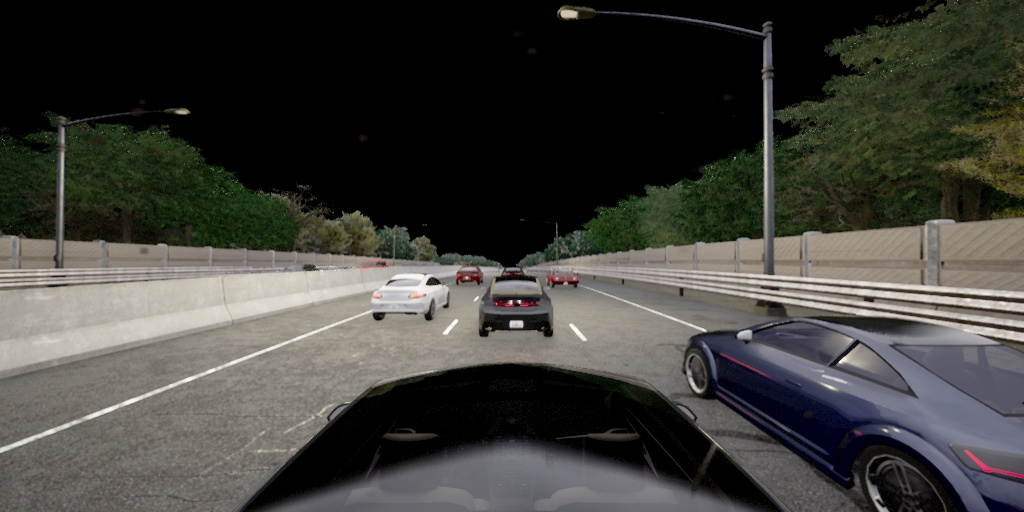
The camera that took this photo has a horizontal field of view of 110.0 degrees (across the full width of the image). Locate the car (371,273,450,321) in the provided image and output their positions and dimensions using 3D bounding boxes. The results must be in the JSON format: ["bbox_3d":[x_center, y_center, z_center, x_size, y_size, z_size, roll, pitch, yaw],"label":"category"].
[{"bbox_3d":[-3.402,1.331,12.632,1.812,1.442,4.674,0,-1,0],"label":"car"}]

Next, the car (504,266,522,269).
[{"bbox_3d":[0.094,1.548,28.394,1.837,1.490,4.892,0,-1,0],"label":"car"}]

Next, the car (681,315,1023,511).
[{"bbox_3d":[3.601,1.317,3.846,1.994,1.385,4.181,0,0,0],"label":"car"}]

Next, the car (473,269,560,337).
[{"bbox_3d":[0.099,1.292,10.396,1.837,1.490,4.892,0,0,0],"label":"car"}]

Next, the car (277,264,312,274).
[{"bbox_3d":[-21.103,1.556,35.520,2.097,1.767,4.553,0,-1,0],"label":"car"}]

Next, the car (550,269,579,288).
[{"bbox_3d":[3.595,1.602,26.317,1.895,1.301,4.718,0,-1,0],"label":"car"}]

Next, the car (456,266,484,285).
[{"bbox_3d":[-3.404,1.543,29.457,1.882,1.535,5.008,0,-1,0],"label":"car"}]

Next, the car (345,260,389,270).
[{"bbox_3d":[-14.104,1.437,35.940,2.150,2.045,5.566,0,-2,0],"label":"car"}]

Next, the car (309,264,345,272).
[{"bbox_3d":[-17.604,1.765,36.059,2.033,1.411,5.357,0,-1,0],"label":"car"}]
